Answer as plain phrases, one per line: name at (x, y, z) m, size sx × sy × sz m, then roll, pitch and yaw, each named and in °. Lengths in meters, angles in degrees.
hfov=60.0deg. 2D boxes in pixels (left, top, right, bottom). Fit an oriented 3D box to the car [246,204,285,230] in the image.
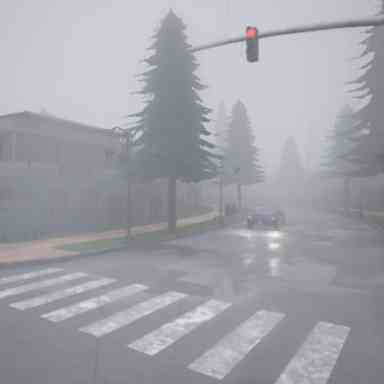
car at (4.915, 1.533, 21.659) m, size 1.812 × 1.442 × 4.674 m, roll 0°, pitch 0°, yaw 24°
